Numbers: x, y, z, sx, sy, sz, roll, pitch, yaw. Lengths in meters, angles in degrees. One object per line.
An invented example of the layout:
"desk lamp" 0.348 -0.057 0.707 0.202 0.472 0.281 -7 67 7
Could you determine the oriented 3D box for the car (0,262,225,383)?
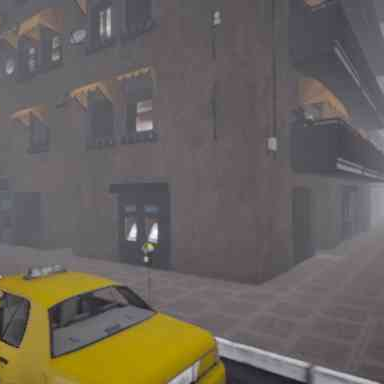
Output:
"car" -1.959 1.562 4.122 4.829 1.417 1.752 -1 -1 35
